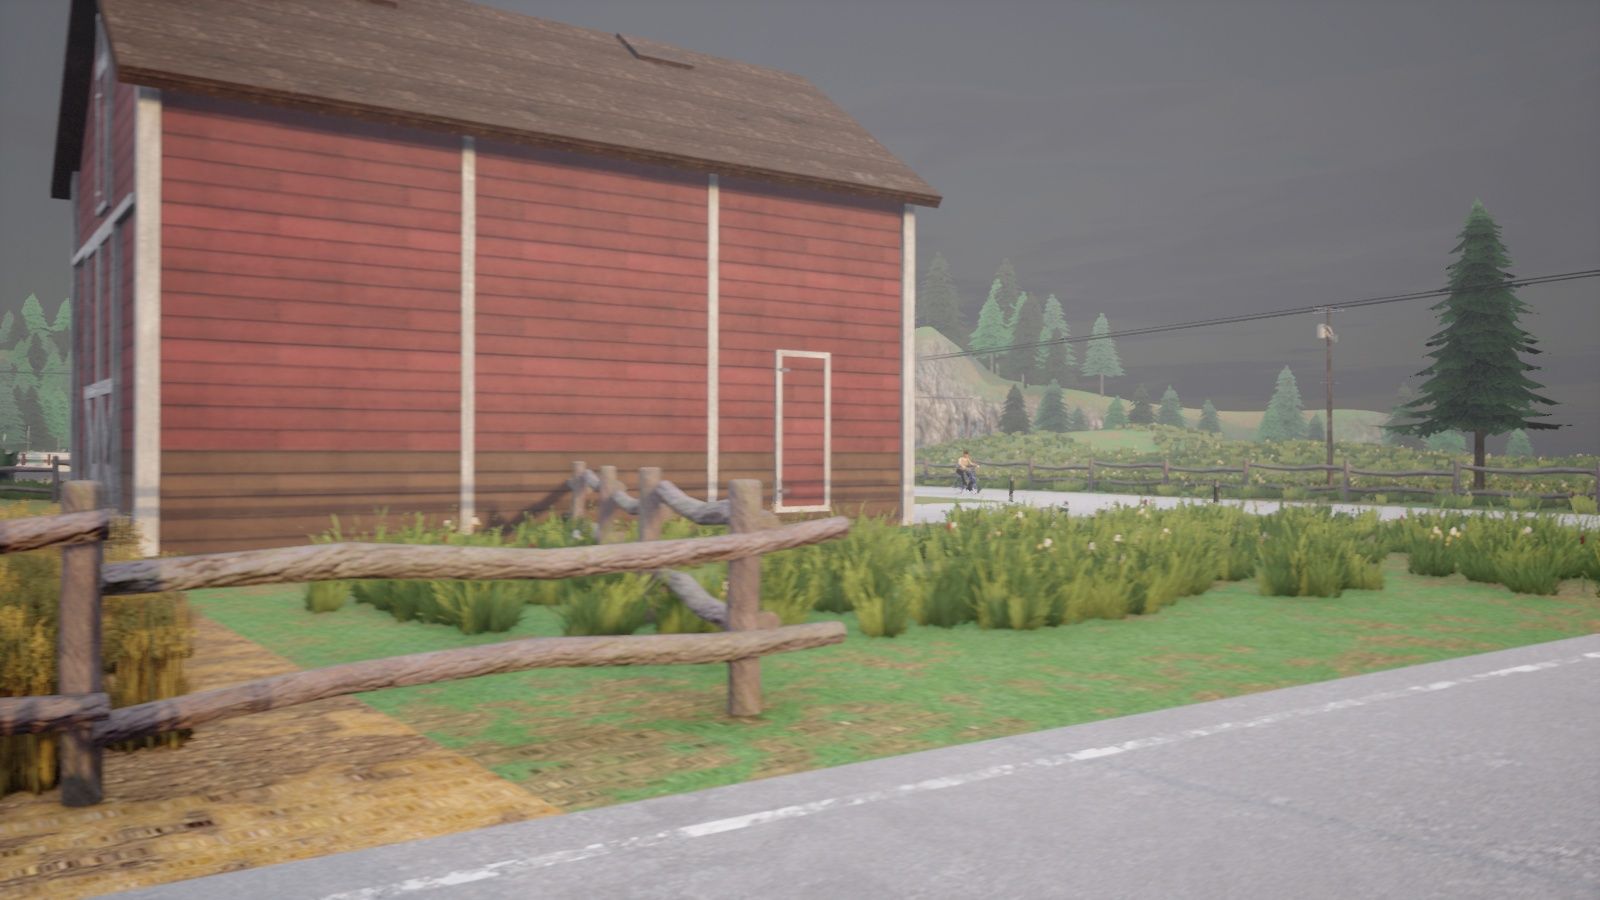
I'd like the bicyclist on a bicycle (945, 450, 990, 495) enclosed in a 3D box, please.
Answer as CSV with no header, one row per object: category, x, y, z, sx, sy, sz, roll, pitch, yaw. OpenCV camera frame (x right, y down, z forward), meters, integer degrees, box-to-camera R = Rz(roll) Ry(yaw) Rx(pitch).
bicyclist on a bicycle,5.999,0.794,45.114,0.866,1.612,1.509,0,0,-29
